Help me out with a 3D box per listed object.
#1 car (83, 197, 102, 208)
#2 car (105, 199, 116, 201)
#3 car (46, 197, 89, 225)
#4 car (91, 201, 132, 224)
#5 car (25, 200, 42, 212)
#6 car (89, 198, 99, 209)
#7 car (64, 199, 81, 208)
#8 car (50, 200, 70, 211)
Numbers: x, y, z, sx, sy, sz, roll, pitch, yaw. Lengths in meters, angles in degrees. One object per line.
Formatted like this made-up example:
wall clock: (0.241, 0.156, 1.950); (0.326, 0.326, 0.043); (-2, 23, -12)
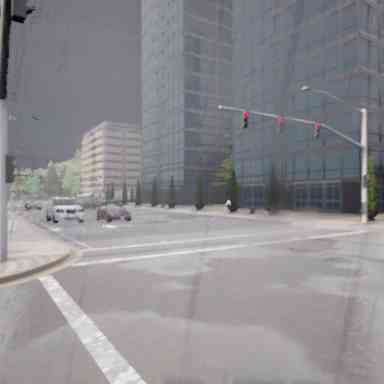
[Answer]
car: (-17.895, 1.819, 59.621); (2.097, 1.767, 4.553); (0, 0, -31)
car: (-12.598, 1.873, 51.013); (2.128, 1.511, 4.902); (0, 0, -31)
car: (-10.202, 1.415, 26.581); (2.150, 2.045, 5.566); (0, 0, -31)
car: (-6.482, 1.707, 27.218); (1.812, 1.442, 4.674); (0, 0, -32)
car: (-22.283, 1.919, 46.574); (1.812, 1.442, 4.674); (0, -1, -31)
car: (-15.734, 1.736, 49.441); (2.097, 1.767, 4.553); (0, 0, -31)
car: (-20.900, 1.973, 57.826); (1.837, 1.490, 4.892); (0, 0, -31)
car: (-18.990, 1.953, 47.877); (1.994, 1.385, 4.181); (0, -1, -31)
